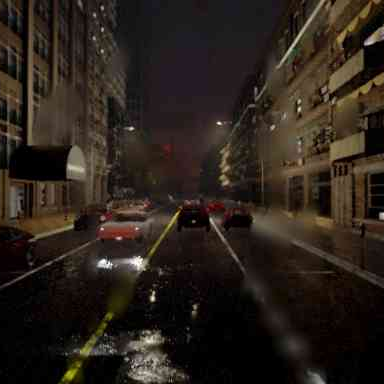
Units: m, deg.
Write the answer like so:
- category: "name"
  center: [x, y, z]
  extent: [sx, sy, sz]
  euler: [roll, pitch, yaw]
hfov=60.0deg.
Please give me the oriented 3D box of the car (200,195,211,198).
- category: "car"
  center: [2.683, 1.559, 54.177]
  extent: [2.008, 1.369, 4.403]
  euler: [1, 0, 0]

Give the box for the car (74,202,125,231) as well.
- category: "car"
  center: [-5.685, 1.449, 20.270]
  extent: [1.967, 1.590, 4.097]
  euler: [1, 0, 0]

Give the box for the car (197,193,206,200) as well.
- category: "car"
  center: [2.642, 1.312, 93.770]
  extent: [2.192, 1.841, 5.009]
  euler: [1, 0, 0]

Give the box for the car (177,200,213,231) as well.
- category: "car"
  center: [0.092, 1.486, 20.873]
  extent: [1.882, 1.535, 5.008]
  euler: [0, 0, 0]

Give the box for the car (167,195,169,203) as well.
- category: "car"
  center: [-5.699, 1.559, 59.867]
  extent: [2.008, 1.369, 4.403]
  euler: [1, 0, 0]

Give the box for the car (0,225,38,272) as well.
- category: "car"
  center: [-5.684, 1.587, 8.957]
  extent: [1.802, 1.307, 4.206]
  euler: [1, 0, 0]

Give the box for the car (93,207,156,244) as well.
- category: "car"
  center: [-3.006, 1.608, 15.941]
  extent: [1.895, 1.301, 4.718]
  euler: [0, 0, 0]

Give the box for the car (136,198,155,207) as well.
- category: "car"
  center: [-5.690, 1.450, 37.241]
  extent: [1.967, 1.590, 4.097]
  euler: [1, 0, 0]

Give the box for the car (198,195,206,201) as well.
- category: "car"
  center: [2.639, 1.581, 88.115]
  extent: [1.802, 1.307, 4.206]
  euler: [1, 0, 0]

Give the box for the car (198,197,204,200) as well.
- category: "car"
  center: [0.087, 1.610, 39.133]
  extent: [1.895, 1.301, 4.718]
  euler: [0, 0, 0]

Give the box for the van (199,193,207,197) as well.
- category: "van"
  center: [2.685, 1.349, 59.833]
  extent: [1.690, 1.788, 3.998]
  euler: [1, 0, 0]

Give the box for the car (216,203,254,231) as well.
- category: "car"
  center: [2.693, 1.591, 20.237]
  extent: [1.802, 1.307, 4.206]
  euler: [1, 0, 0]

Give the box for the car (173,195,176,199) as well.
- category: "car"
  center: [-5.705, 1.527, 82.323]
  extent: [1.752, 1.417, 4.829]
  euler: [1, 0, 0]

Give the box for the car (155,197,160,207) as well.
- category: "car"
  center: [-5.694, 1.575, 42.898]
  extent: [1.947, 1.339, 4.313]
  euler: [1, 0, 0]

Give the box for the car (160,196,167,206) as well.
- category: "car"
  center: [-5.697, 1.553, 54.210]
  extent: [1.887, 1.381, 4.507]
  euler: [1, 0, 0]

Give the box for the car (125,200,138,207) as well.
- category: "car"
  center: [-5.689, 1.592, 25.926]
  extent: [1.802, 1.307, 4.206]
  euler: [1, 0, 0]

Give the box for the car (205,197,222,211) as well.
- category: "car"
  center: [2.688, 1.592, 37.208]
  extent: [1.802, 1.307, 4.206]
  euler: [1, 0, 0]

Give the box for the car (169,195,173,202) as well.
- category: "car"
  center: [-5.702, 1.556, 71.180]
  extent: [2.008, 1.369, 4.403]
  euler: [1, 0, 0]

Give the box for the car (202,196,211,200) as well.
- category: "car"
  center: [2.687, 1.560, 42.864]
  extent: [2.008, 1.369, 4.403]
  euler: [1, 0, 0]
